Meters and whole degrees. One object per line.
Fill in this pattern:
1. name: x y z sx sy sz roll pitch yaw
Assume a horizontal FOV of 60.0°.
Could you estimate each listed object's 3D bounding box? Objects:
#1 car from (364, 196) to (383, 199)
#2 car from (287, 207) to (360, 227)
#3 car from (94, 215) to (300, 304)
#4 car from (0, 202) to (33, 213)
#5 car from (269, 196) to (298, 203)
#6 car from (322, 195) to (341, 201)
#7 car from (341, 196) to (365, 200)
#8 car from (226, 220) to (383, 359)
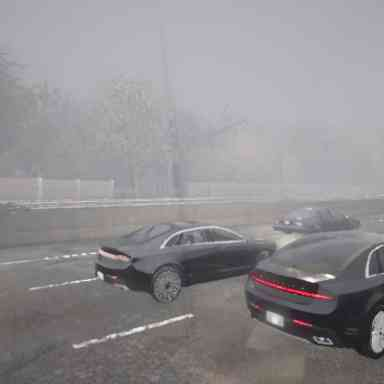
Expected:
1. car: 24.692 1.331 43.059 4.181 1.385 1.994 0 0 -35
2. car: 6.467 1.462 16.955 5.357 1.411 2.033 0 0 -35
3. car: 0.129 1.465 8.138 4.902 1.511 2.128 0 0 -35
4. car: -14.173 1.497 23.975 4.892 1.490 1.837 0 0 -35
5. car: 13.137 1.291 47.715 4.902 1.511 2.128 0 0 -35
6. car: 21.134 1.244 49.103 5.008 1.535 1.882 0 0 -35
7. car: 23.519 1.255 46.506 4.902 1.511 2.128 0 0 -35
8. car: 3.106 1.471 5.961 4.892 1.490 1.837 0 0 -35
